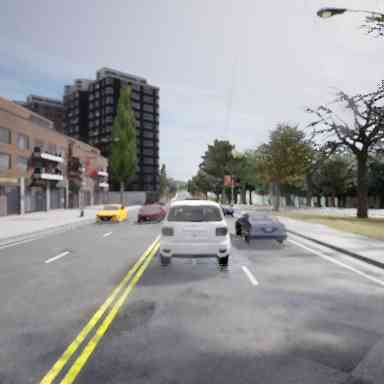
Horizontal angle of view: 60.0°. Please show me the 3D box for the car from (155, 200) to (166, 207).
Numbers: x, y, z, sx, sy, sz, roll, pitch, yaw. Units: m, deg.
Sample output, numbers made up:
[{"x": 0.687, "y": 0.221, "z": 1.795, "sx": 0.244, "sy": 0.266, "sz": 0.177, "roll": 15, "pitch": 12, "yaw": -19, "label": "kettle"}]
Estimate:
[{"x": -6.542, "y": 2.346, "z": 69.199, "sx": 1.895, "sy": 1.301, "sz": 4.718, "roll": 0, "pitch": -1, "yaw": 0, "label": "car"}]

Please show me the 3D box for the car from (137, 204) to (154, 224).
[{"x": -3.367, "y": 1.772, "z": 27.890, "sx": 1.882, "sy": 1.535, "sz": 5.008, "roll": 0, "pitch": -1, "yaw": 0, "label": "car"}]

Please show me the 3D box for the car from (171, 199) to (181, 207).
[{"x": -3.292, "y": 2.276, "z": 69.233, "sx": 1.812, "sy": 1.442, "sz": 4.674, "roll": 0, "pitch": -1, "yaw": 0, "label": "car"}]

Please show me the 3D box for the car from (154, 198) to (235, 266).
[{"x": 0.082, "y": 1.337, "z": 12.177, "sx": 2.150, "sy": 2.045, "sz": 5.566, "roll": 0, "pitch": -1, "yaw": 0, "label": "car"}]

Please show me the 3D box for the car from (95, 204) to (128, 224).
[{"x": -6.617, "y": 1.771, "z": 27.888, "sx": 1.882, "sy": 1.535, "sz": 5.008, "roll": 0, "pitch": -1, "yaw": 0, "label": "car"}]

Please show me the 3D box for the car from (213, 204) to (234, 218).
[{"x": 3.327, "y": 1.997, "z": 36.035, "sx": 1.895, "sy": 1.301, "sz": 4.718, "roll": 0, "pitch": -1, "yaw": 0, "label": "car"}]

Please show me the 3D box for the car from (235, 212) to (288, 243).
[{"x": 3.338, "y": 1.714, "z": 16.971, "sx": 2.033, "sy": 1.411, "sz": 5.357, "roll": 0, "pitch": -1, "yaw": 0, "label": "car"}]

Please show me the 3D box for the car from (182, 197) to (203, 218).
[{"x": 0.077, "y": 1.622, "z": 36.388, "sx": 2.150, "sy": 2.045, "sz": 5.566, "roll": 0, "pitch": -1, "yaw": 0, "label": "car"}]
